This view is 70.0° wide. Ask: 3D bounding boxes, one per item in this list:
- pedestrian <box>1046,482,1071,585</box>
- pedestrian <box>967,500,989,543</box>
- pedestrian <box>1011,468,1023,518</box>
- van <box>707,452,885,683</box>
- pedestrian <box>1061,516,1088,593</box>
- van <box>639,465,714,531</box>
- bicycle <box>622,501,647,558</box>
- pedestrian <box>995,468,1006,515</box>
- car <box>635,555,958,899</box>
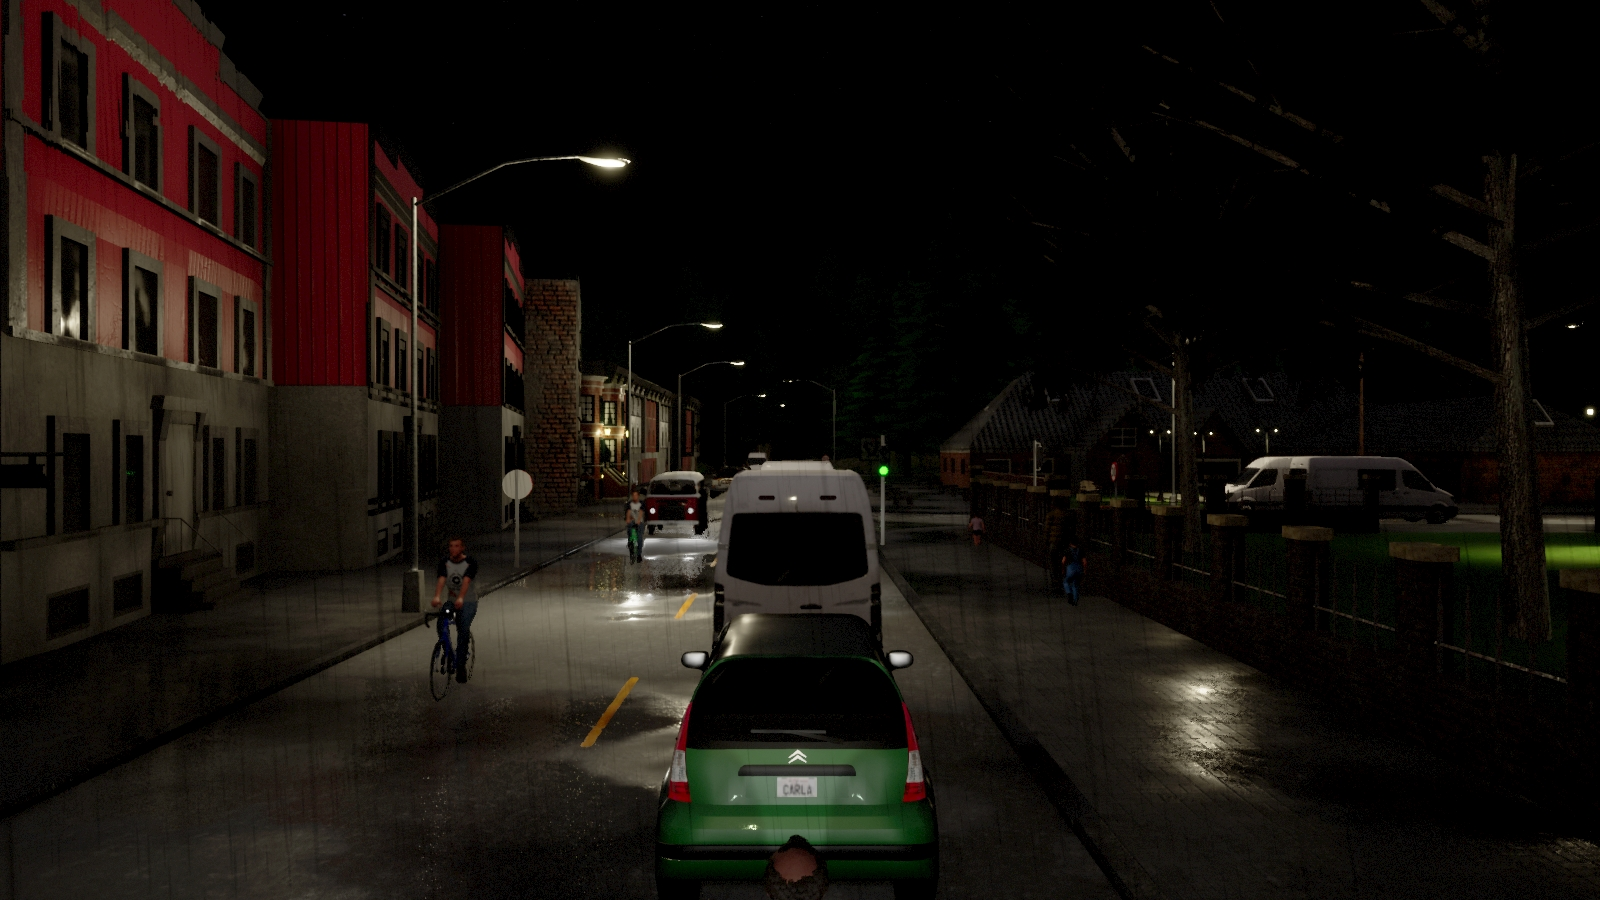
[{"bbox_3d":[4.758,1.525,21.015,0.375,1.860,0.375,0,0,0],"label":"pedestrian"},{"bbox_3d":[4.744,1.904,30.433,0.500,1.100,0.500,0,0,0],"label":"pedestrian"},{"bbox_3d":[8.249,1.629,43.496,0.375,1.860,0.375,0,0,-2],"label":"pedestrian"},{"bbox_3d":[-0.049,1.315,15.722,1.988,2.561,5.915,0,0,0],"label":"van"},{"bbox_3d":[4.761,1.805,19.833,0.375,1.300,0.375,0,0,0],"label":"pedestrian"},{"bbox_3d":[-4.096,1.562,38.496,2.069,2.038,4.480,0,0,0],"label":"van"},{"bbox_3d":[-4.066,1.936,28.138,0.373,1.296,1.643,0,0,0],"label":"bicycle"},{"bbox_3d":[7.926,1.629,45.180,0.375,1.860,0.375,0,0,-5],"label":"pedestrian"},{"bbox_3d":[-0.023,1.779,8.527,1.851,1.617,3.988,0,0,0],"label":"car"}]
